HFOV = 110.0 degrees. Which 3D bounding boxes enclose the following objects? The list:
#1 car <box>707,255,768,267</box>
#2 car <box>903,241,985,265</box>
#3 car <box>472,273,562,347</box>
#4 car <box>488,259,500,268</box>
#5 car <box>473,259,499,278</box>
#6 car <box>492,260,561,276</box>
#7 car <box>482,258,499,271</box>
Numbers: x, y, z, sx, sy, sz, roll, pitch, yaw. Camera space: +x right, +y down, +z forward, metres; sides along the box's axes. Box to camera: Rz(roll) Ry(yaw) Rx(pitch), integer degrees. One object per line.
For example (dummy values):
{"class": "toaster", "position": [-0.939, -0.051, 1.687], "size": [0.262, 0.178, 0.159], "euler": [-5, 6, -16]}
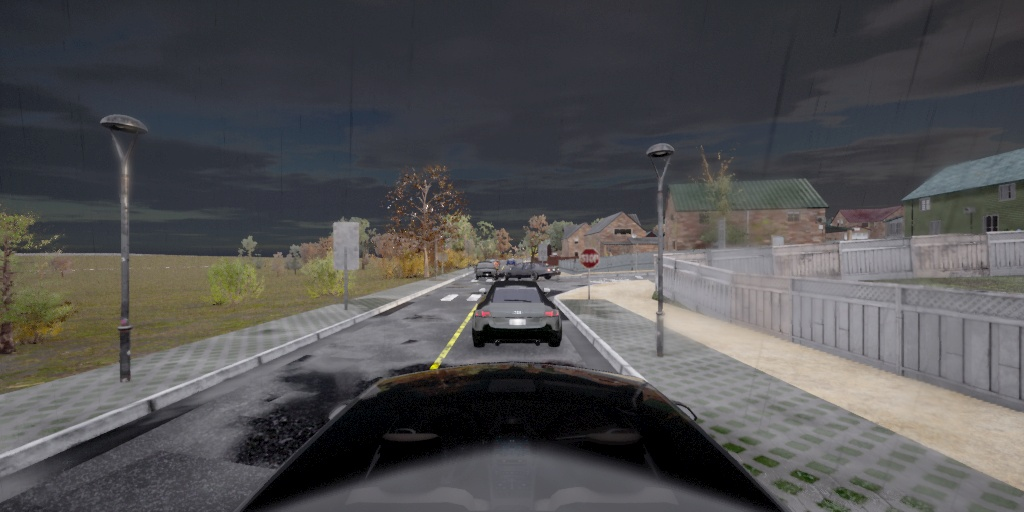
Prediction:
{"class": "car", "position": [14.329, 0.413, 22.734], "size": [4.181, 1.385, 1.994], "euler": [-3, 0, 16]}
{"class": "car", "position": [23.836, -0.208, 20.338], "size": [4.902, 1.511, 2.128], "euler": [-3, 0, 14]}
{"class": "car", "position": [0.081, 1.313, 9.302], "size": [1.994, 1.385, 4.181], "euler": [0, 0, -1]}
{"class": "car", "position": [-2.998, 1.256, 61.075], "size": [1.882, 1.535, 5.008], "euler": [0, 0, 0]}
{"class": "car", "position": [-2.333, 1.258, 31.222], "size": [1.837, 1.490, 4.892], "euler": [0, 0, -8]}
{"class": "car", "position": [1.263, 1.198, 28.320], "size": [5.357, 1.411, 2.033], "euler": [-4, -3, 43]}
{"class": "car", "position": [-2.985, 1.121, 51.038], "size": [2.097, 1.767, 4.553], "euler": [0, 0, 0]}
